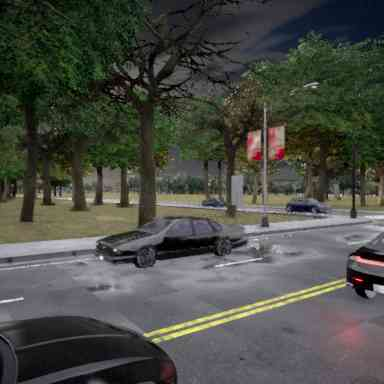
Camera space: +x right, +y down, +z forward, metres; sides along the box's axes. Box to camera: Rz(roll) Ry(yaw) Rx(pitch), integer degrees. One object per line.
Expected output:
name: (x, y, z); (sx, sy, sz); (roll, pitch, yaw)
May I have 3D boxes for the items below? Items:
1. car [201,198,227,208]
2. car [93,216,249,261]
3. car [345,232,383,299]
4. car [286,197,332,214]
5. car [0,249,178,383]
car: (3.507, 1.508, 46.339); (2.033, 1.411, 5.357); (0, 0, -35)
car: (-0.487, 1.546, 11.312); (5.357, 1.411, 2.033); (0, 0, -35)
car: (5.303, 1.490, 7.221); (4.902, 1.511, 2.128); (0, 0, -35)
car: (12.007, 1.330, 34.373); (2.097, 1.767, 4.553); (0, 0, -35)
car: (-2.364, 1.478, 1.754); (5.008, 1.535, 1.882); (0, 0, -36)
